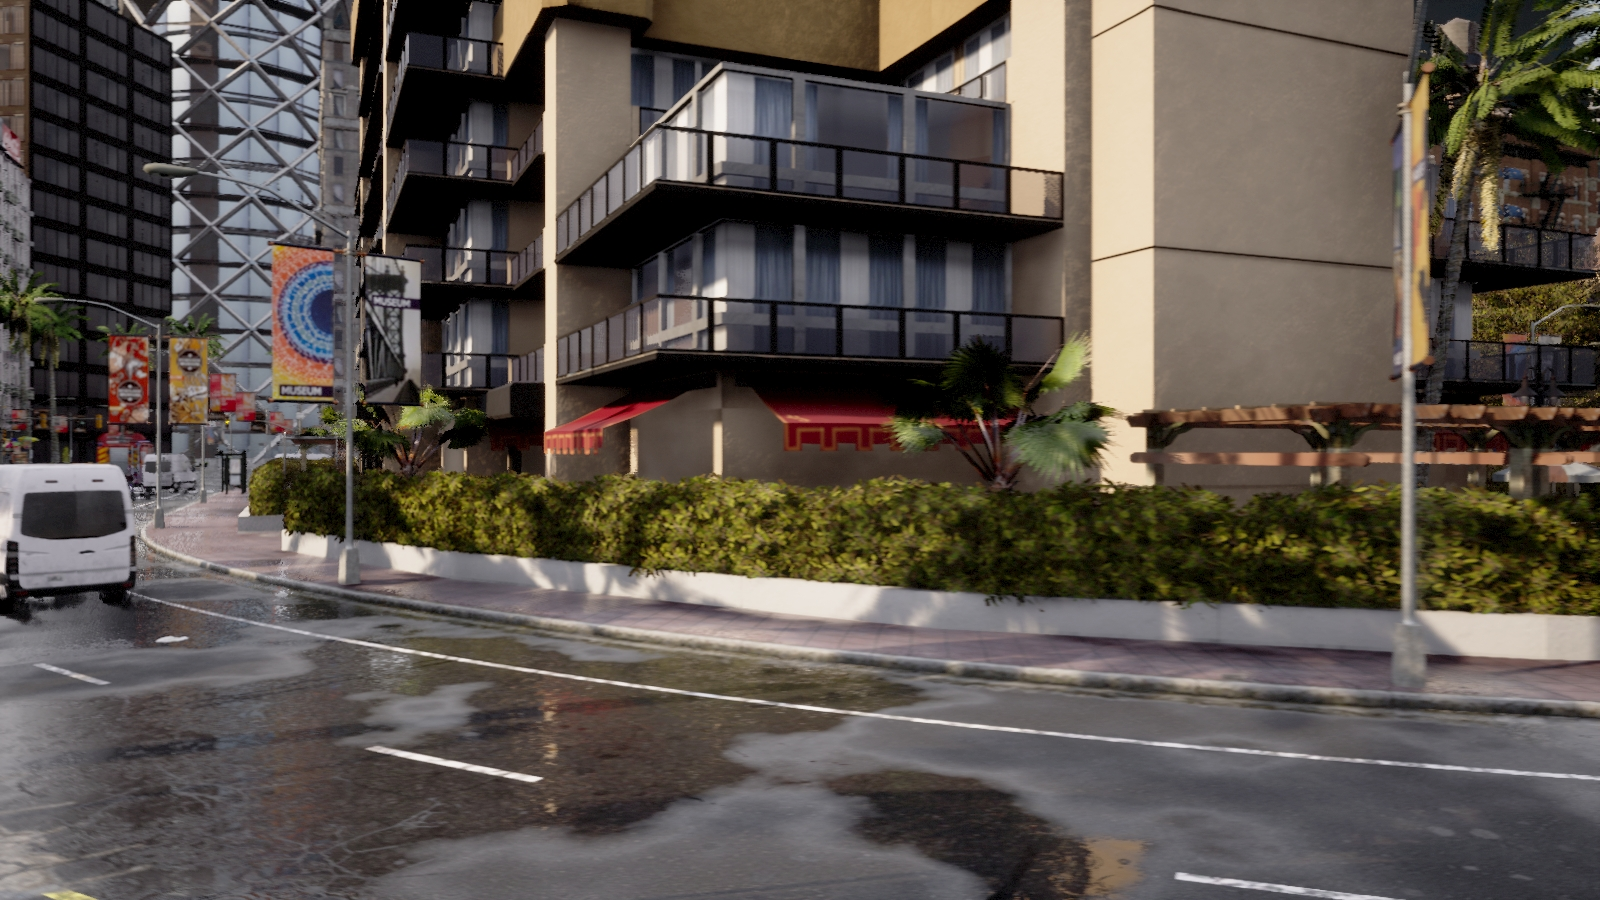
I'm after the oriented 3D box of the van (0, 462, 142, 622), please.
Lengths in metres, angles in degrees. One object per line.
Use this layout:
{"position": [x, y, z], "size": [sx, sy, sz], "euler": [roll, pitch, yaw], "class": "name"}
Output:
{"position": [-14.452, 1.542, 21.529], "size": [5.915, 2.561, 1.988], "euler": [0, 0, 44], "class": "van"}
